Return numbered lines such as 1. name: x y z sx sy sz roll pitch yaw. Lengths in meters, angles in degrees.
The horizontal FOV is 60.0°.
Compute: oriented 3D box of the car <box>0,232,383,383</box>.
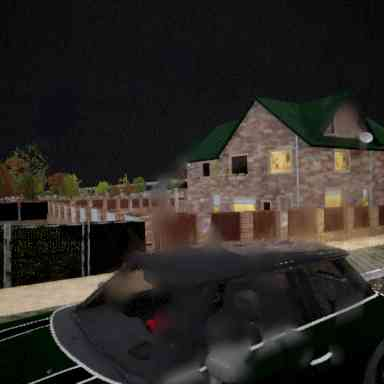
1. car: -0.013 1.350 3.063 4.553 1.767 2.097 0 0 -35
